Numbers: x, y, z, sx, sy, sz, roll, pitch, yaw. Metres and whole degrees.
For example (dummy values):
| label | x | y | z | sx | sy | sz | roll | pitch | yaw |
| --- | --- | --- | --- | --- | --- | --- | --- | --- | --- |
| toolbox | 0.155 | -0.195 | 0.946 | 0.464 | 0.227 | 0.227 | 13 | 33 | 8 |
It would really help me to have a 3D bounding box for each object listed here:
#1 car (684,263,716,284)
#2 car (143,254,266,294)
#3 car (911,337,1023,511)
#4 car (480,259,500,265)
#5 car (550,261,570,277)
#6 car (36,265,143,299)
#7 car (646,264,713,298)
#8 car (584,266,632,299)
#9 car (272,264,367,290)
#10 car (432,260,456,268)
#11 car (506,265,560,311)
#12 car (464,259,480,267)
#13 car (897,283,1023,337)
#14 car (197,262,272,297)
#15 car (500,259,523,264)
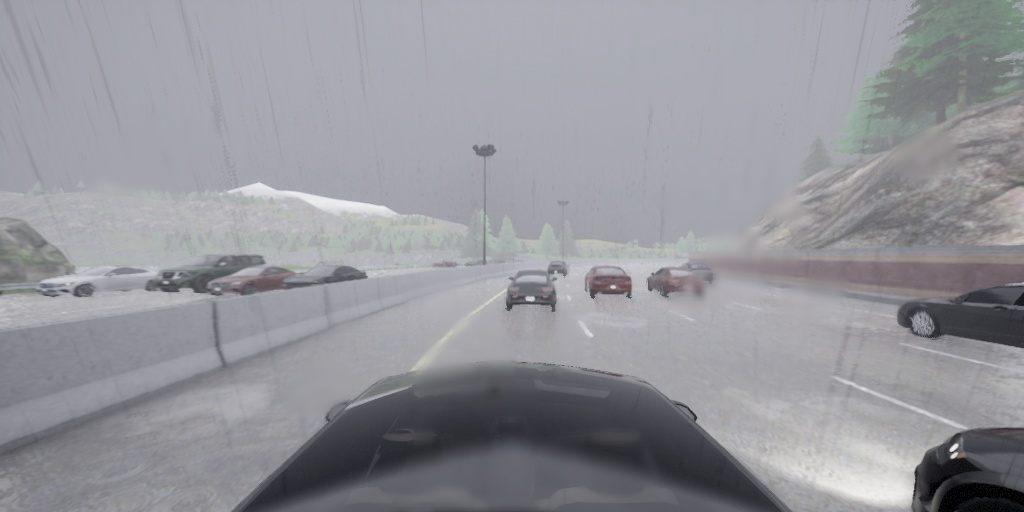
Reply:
| label | x | y | z | sx | sy | sz | roll | pitch | yaw |
| --- | --- | --- | --- | --- | --- | --- | --- | --- | --- |
| car | 13.183 | 1.262 | 26.184 | 2.128 | 1.511 | 4.902 | 0 | 0 | 11 |
| car | -16.340 | 0.911 | 20.007 | 2.150 | 2.045 | 5.566 | 0 | 0 | 7 |
| car | 3.692 | 1.325 | 0.625 | 1.994 | 1.385 | 4.181 | 0 | 0 | 0 |
| car | -2.749 | 1.194 | 58.815 | 2.128 | 1.511 | 4.902 | 0 | 0 | 22 |
| car | 4.724 | 1.244 | 36.231 | 1.837 | 1.490 | 4.892 | 0 | 0 | 14 |
| car | -20.089 | 1.207 | 17.916 | 1.812 | 1.442 | 4.674 | 0 | 0 | 7 |
| car | 8.364 | 1.288 | 18.588 | 1.812 | 1.442 | 4.674 | 0 | 0 | 7 |
| car | 4.822 | 1.230 | 18.436 | 1.882 | 1.535 | 5.008 | 0 | 0 | 7 |
| car | -9.450 | 1.189 | 18.539 | 1.882 | 1.535 | 5.008 | 0 | 0 | 7 |
| car | -10.827 | 1.281 | 57.333 | 1.895 | 1.301 | 4.718 | 0 | 0 | 21 |
| car | 0.830 | 1.269 | 14.343 | 1.812 | 1.442 | 4.674 | 0 | 0 | 5 |
| car | -6.022 | 1.239 | 60.060 | 2.033 | 1.411 | 5.357 | 0 | 0 | 22 |
| car | 10.836 | 1.282 | 7.249 | 1.837 | 1.490 | 4.892 | 0 | 0 | 2 |
| car | -12.977 | 1.227 | 18.450 | 1.812 | 1.442 | 4.674 | 0 | 0 | 7 |
| car | 0.537 | 1.260 | 57.694 | 2.033 | 1.411 | 5.357 | 0 | 0 | 22 |
